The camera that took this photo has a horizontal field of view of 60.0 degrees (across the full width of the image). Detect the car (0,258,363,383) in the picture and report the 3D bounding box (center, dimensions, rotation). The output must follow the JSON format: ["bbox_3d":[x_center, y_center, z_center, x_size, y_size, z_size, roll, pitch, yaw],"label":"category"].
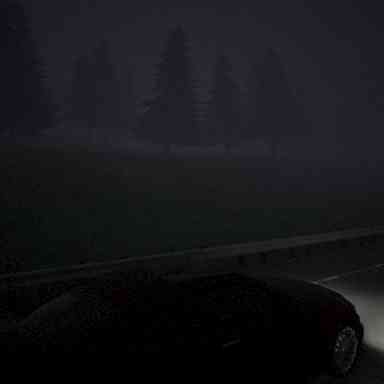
[{"bbox_3d":[0.064,1.525,3.822,4.674,1.442,1.812,0,0,-36],"label":"car"}]
